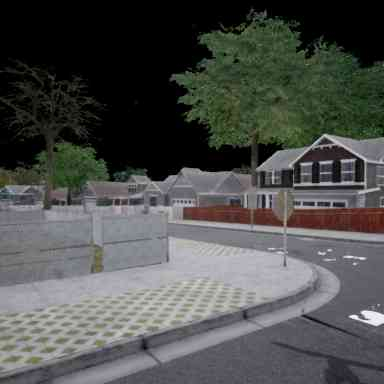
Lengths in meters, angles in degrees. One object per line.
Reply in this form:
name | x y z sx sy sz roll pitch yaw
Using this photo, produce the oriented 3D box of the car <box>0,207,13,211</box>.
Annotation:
car | -41.647 3.930 73.771 5.357 1.411 2.033 -2 -2 40
